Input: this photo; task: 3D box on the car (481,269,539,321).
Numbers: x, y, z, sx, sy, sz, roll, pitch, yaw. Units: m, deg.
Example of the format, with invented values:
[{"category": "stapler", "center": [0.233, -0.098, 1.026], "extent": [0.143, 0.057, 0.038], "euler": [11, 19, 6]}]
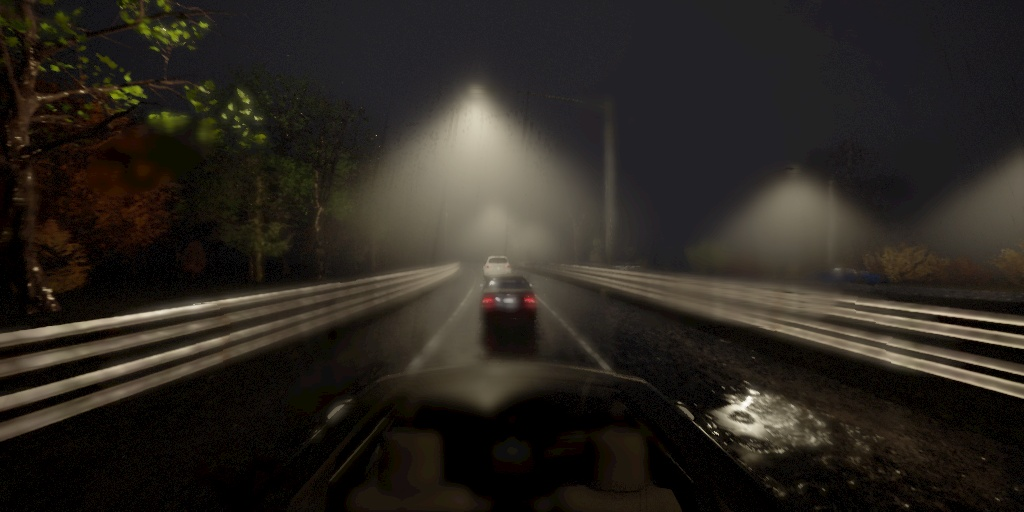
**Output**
[{"category": "car", "center": [-0.120, 1.370, 12.779], "extent": [2.033, 1.411, 5.357], "euler": [0, 0, -2]}]

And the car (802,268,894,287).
[{"category": "car", "center": [26.993, 1.677, 29.060], "extent": [2.033, 1.411, 5.357], "euler": [0, 0, -26]}]

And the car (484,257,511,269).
[{"category": "car", "center": [-1.261, 1.154, 32.056], "extent": [2.150, 2.045, 5.566], "euler": [0, 0, -5]}]

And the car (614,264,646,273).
[{"category": "car", "center": [16.478, 1.731, 50.678], "extent": [1.895, 1.301, 4.718], "euler": [0, 0, -26]}]
